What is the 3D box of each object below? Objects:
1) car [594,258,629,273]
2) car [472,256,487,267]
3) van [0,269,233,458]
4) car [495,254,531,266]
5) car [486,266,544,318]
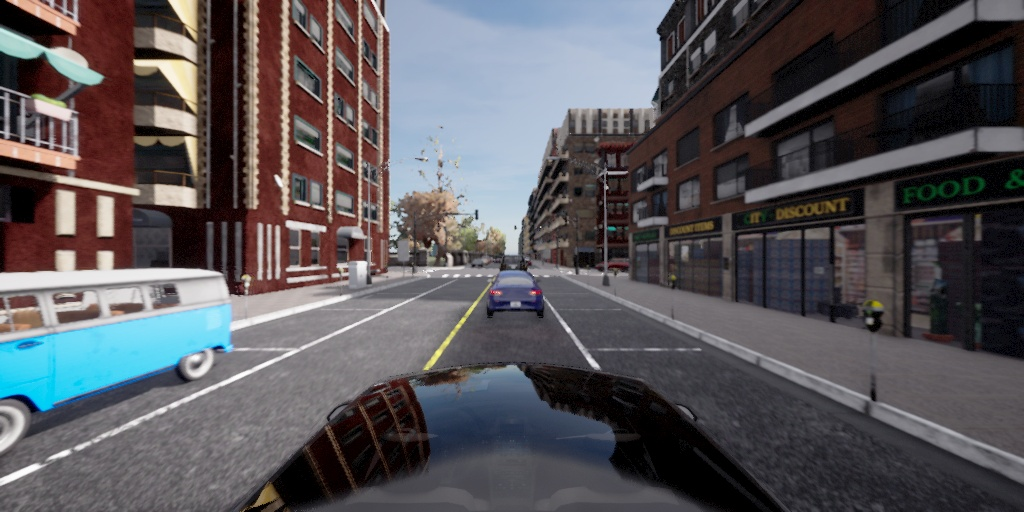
[{"bbox_3d":[13.465,1.229,47.246,5.009,1.841,2.192,0,0,-1],"label":"car"},{"bbox_3d":[-5.670,1.174,59.593,1.948,1.339,4.313,0,0,0],"label":"car"},{"bbox_3d":[-5.688,1.082,4.544,1.690,1.789,3.998,0,0,0],"label":"van"},{"bbox_3d":[0.124,0.896,27.894,2.150,2.045,5.566,0,0,1],"label":"car"},{"bbox_3d":[0.096,1.241,12.781,1.812,1.442,4.674,0,0,0],"label":"car"}]
